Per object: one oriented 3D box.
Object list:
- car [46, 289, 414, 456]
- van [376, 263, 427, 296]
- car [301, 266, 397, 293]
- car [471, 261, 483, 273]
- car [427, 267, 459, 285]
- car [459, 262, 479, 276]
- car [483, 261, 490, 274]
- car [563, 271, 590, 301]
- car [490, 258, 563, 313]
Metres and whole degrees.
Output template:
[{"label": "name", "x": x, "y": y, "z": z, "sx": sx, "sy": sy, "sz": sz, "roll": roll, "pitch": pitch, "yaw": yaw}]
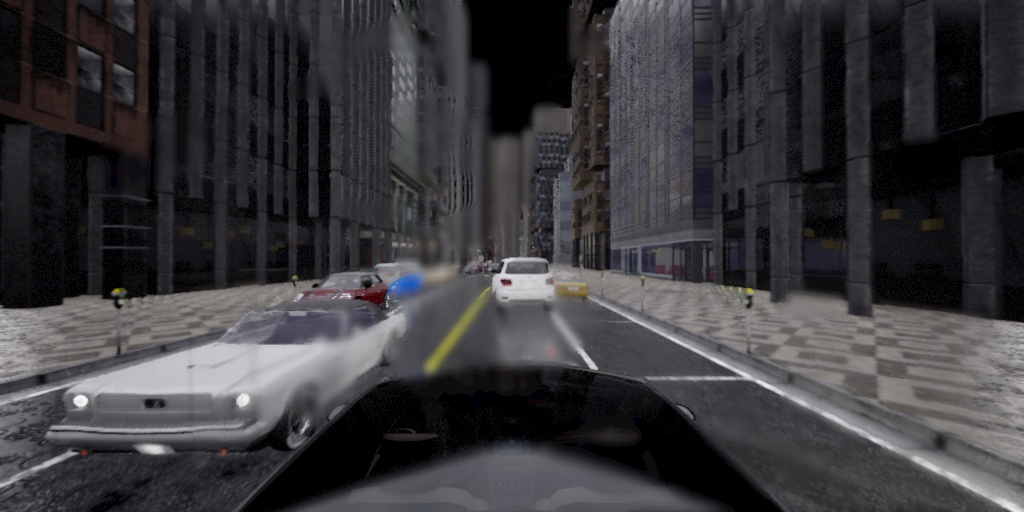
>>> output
[{"label": "car", "x": -3.102, "y": 1.388, "z": 5.314, "sx": 1.895, "sy": 1.301, "sz": 4.718, "roll": 0, "pitch": -1, "yaw": 0}, {"label": "van", "x": -5.767, "y": 1.260, "z": 18.118, "sx": 1.690, "sy": 1.789, "sz": 3.998, "roll": 0, "pitch": 0, "yaw": 0}, {"label": "car", "x": -5.766, "y": 1.301, "z": 12.509, "sx": 1.967, "sy": 1.591, "sz": 4.097, "roll": 0, "pitch": 0, "yaw": 0}, {"label": "car", "x": -5.777, "y": 1.731, "z": 51.772, "sx": 1.967, "sy": 1.591, "sz": 4.097, "roll": 0, "pitch": 0, "yaw": 0}, {"label": "car", "x": -5.771, "y": 1.564, "z": 29.165, "sx": 1.751, "sy": 1.417, "sz": 4.829, "roll": 0, "pitch": 0, "yaw": 0}, {"label": "car", "x": -5.775, "y": 1.794, "z": 46.162, "sx": 1.948, "sy": 1.339, "sz": 4.313, "roll": 0, "pitch": 0, "yaw": 0}, {"label": "car", "x": -3.018, "y": 1.798, "z": 52.947, "sx": 2.128, "sy": 1.511, "sz": 4.902, "roll": 0, "pitch": -1, "yaw": 0}, {"label": "car", "x": 2.758, "y": 1.444, "z": 18.298, "sx": 1.751, "sy": 1.417, "sz": 4.829, "roll": 0, "pitch": 0, "yaw": 0}, {"label": "car", "x": 0.364, "y": 1.107, "z": 15.044, "sx": 2.150, "sy": 2.045, "sz": 5.566, "roll": 0, "pitch": -1, "yaw": -5}]
